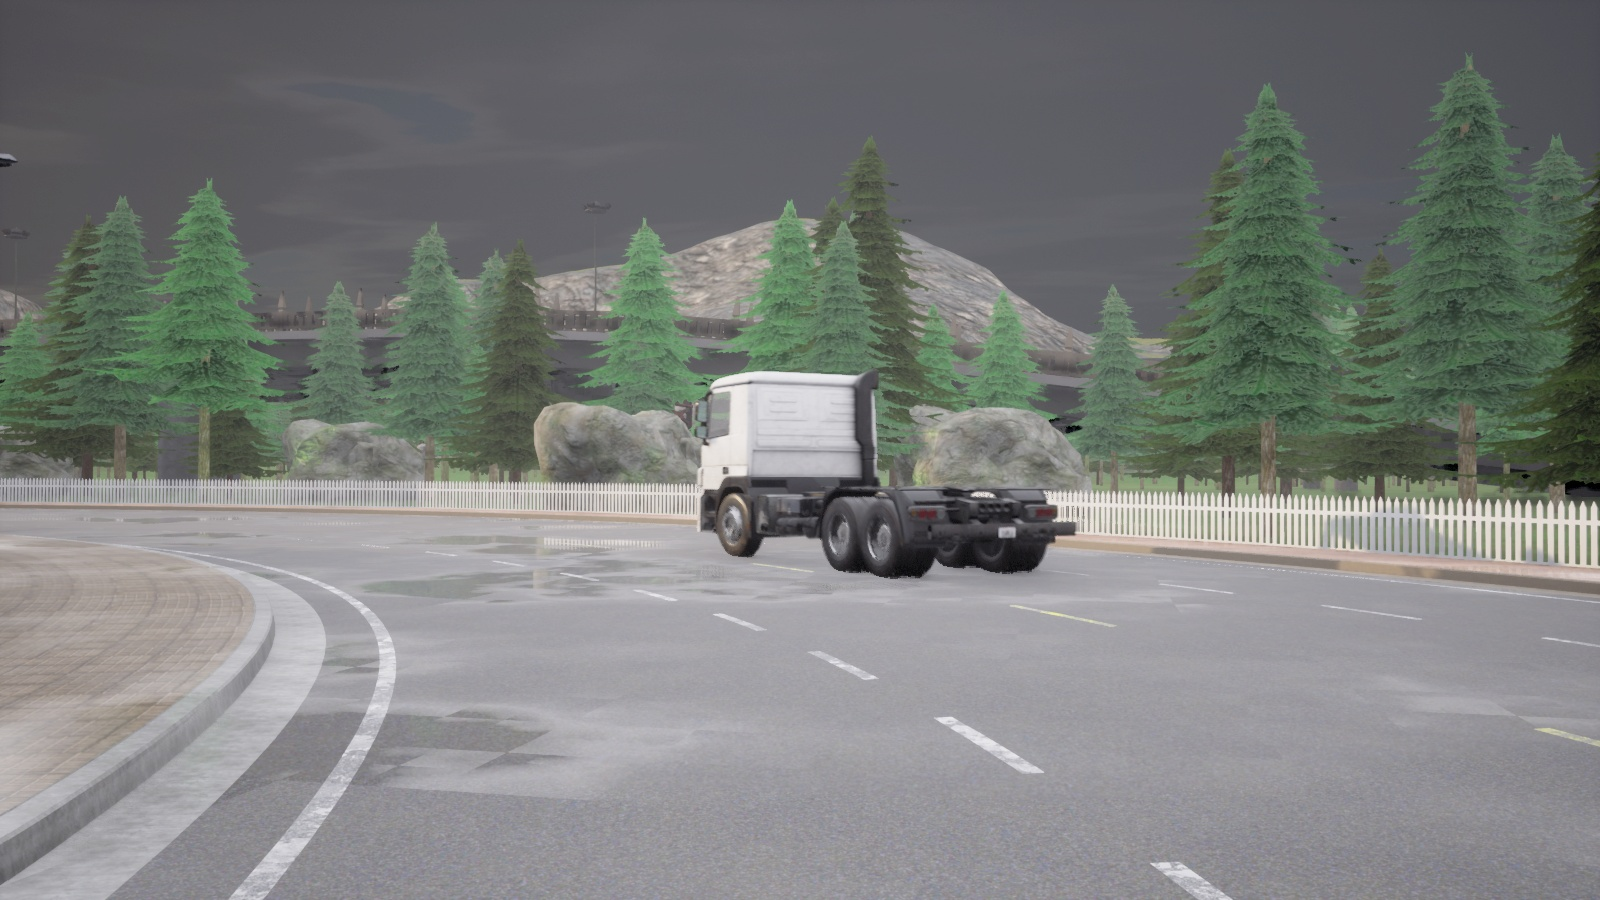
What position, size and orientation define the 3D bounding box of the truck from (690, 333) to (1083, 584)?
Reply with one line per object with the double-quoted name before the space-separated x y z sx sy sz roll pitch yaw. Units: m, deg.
"truck" 1.037 0.188 21.464 2.891 3.462 7.936 0 -1 -28
